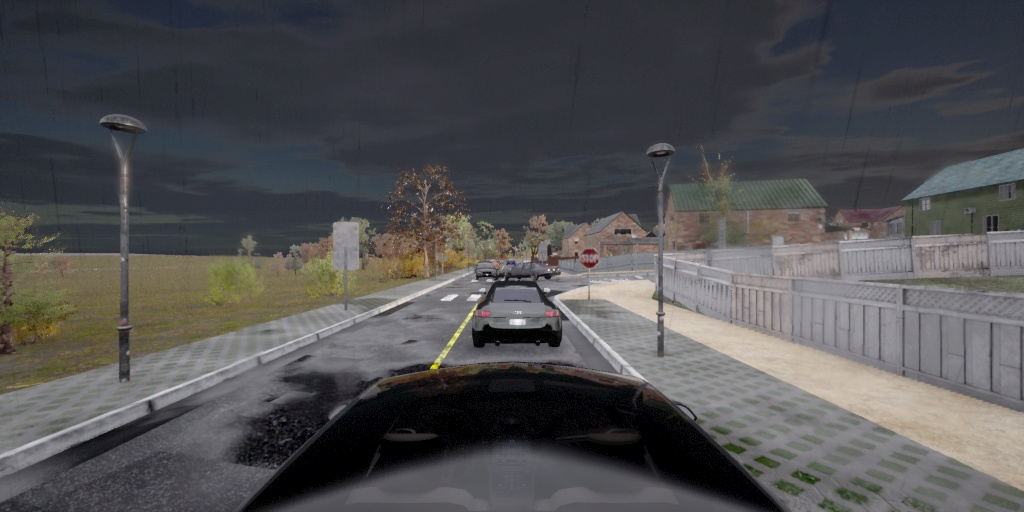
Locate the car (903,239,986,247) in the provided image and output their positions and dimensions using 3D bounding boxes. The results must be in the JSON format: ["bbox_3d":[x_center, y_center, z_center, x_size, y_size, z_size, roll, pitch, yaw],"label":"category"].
[{"bbox_3d":[23.838,-0.208,20.327,4.902,1.511,2.128,-3,0,14],"label":"car"}]

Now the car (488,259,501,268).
[{"bbox_3d":[-2.995,1.256,61.065,1.882,1.535,5.008,0,0,0],"label":"car"}]

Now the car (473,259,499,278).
[{"bbox_3d":[-2.331,1.258,31.212,1.837,1.490,4.892,0,0,-8],"label":"car"}]

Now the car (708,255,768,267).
[{"bbox_3d":[14.330,0.413,22.723,4.181,1.385,1.994,-3,0,16],"label":"car"}]

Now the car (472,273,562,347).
[{"bbox_3d":[0.082,1.313,9.292,1.994,1.385,4.181,0,0,-1],"label":"car"}]

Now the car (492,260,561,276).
[{"bbox_3d":[1.264,1.198,28.310,5.357,1.411,2.033,-4,-3,43],"label":"car"}]

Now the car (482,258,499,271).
[{"bbox_3d":[-2.982,1.121,51.028,2.097,1.767,4.553,0,0,0],"label":"car"}]
